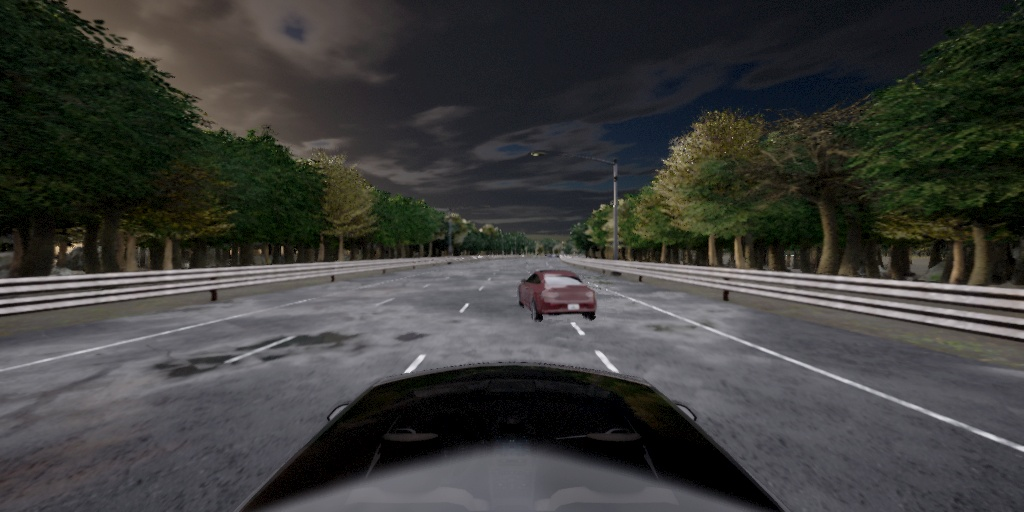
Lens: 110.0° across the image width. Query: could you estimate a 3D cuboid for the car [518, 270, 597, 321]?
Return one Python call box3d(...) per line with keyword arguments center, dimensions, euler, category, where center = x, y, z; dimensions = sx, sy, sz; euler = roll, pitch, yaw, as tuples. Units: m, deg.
box3d(center=(1.358, 1.189, 11.968), dimensions=(1.812, 1.442, 4.674), euler=(0, 1, -8), category="car")
